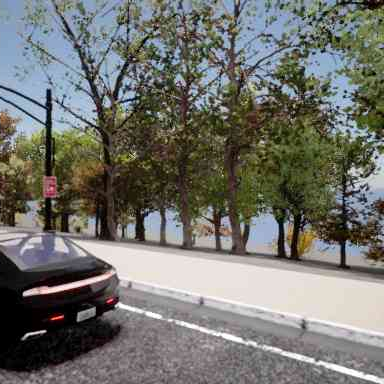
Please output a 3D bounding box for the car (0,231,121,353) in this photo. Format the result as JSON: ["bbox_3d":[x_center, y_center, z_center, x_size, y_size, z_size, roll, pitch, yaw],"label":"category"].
[{"bbox_3d":[-3.403,1.487,6.092,4.902,1.511,2.128,0,0,37],"label":"car"}]
